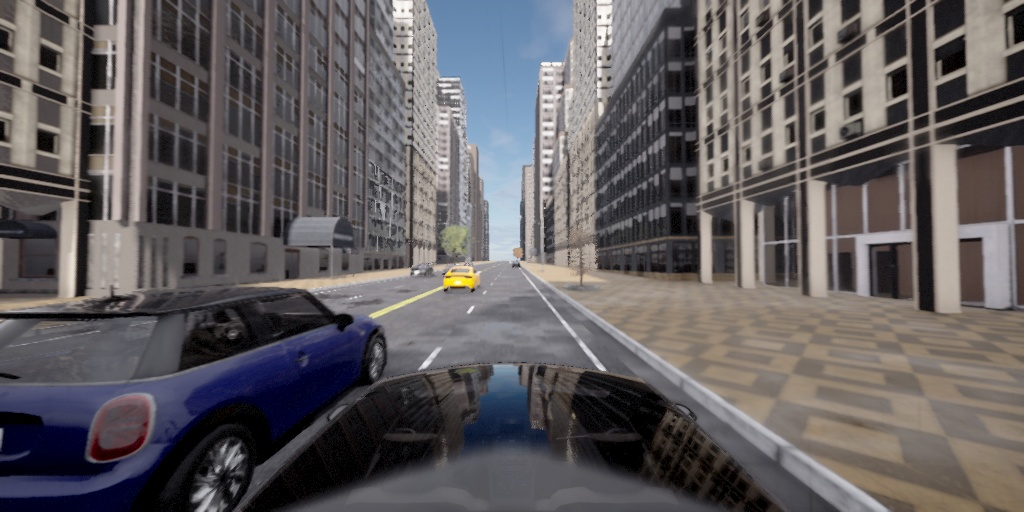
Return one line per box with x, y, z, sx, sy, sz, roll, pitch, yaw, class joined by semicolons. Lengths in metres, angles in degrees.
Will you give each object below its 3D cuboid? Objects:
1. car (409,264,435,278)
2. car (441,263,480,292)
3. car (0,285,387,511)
-9.818;1.584;39.411;2.128;1.511;4.902;0;-1;0;car
-3.145;1.423;23.257;1.882;1.535;5.008;0;-1;0;car
-3.150;1.125;4.236;2.097;1.767;4.553;0;-1;0;car
